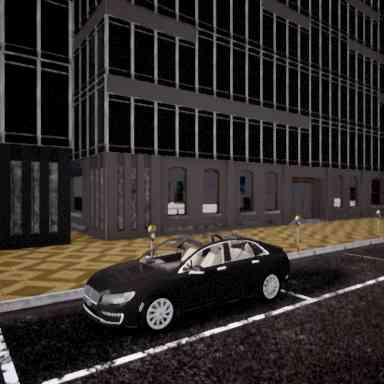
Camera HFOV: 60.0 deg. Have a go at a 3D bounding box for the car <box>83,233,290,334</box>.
[{"bbox_3d":[0.114,1.549,6.640,4.403,1.369,2.008,0,0,-35],"label":"car"}]
